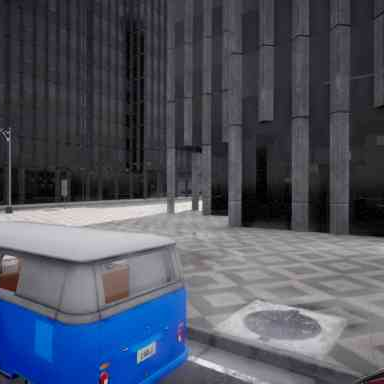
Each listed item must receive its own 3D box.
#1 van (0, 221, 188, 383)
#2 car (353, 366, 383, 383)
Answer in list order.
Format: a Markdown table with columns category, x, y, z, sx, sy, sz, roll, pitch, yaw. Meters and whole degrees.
| category | x | y | z | sx | sy | sz | roll | pitch | yaw |
| --- | --- | --- | --- | --- | --- | --- | --- | --- | --- |
| van | -1.953 | 1.341 | 4.353 | 3.998 | 1.788 | 1.690 | 0 | 0 | 35 |
| car | 2.548 | 1.440 | 1.149 | 4.097 | 1.590 | 1.967 | 0 | 0 | 35 |
